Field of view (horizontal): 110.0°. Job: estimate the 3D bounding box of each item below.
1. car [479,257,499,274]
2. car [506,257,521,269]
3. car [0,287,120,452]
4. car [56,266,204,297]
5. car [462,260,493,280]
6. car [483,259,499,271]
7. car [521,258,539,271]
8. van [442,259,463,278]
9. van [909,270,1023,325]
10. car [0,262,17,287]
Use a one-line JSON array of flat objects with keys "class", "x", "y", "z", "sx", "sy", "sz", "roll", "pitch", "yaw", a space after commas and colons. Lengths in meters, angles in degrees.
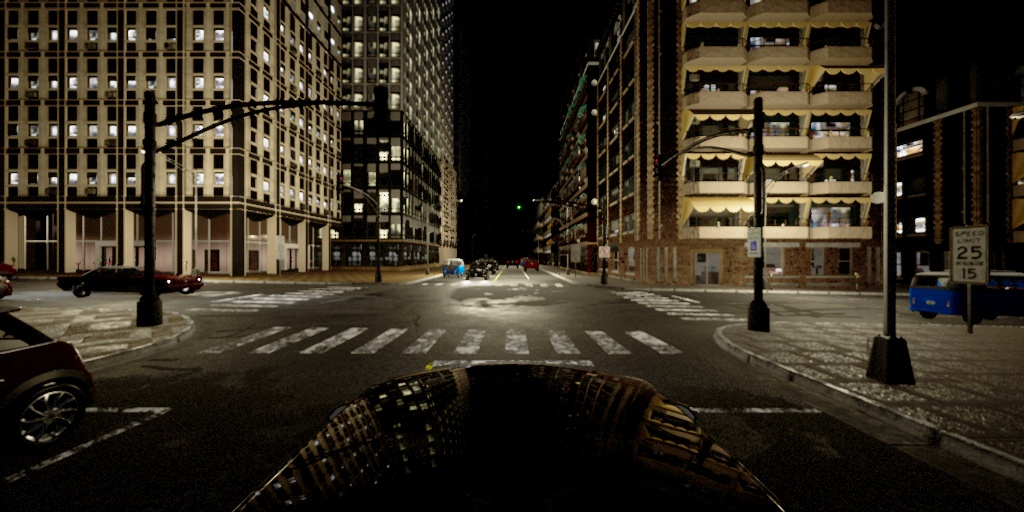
[{"class": "car", "x": -3.041, "y": 1.100, "z": 42.783, "sx": 2.150, "sy": 2.045, "sz": 5.566, "roll": 0, "pitch": 0, "yaw": 1}, {"class": "car", "x": 0.082, "y": 1.173, "z": 63.805, "sx": 2.150, "sy": 2.045, "sz": 5.566, "roll": 0, "pitch": 0, "yaw": 0}, {"class": "car", "x": -5.690, "y": 1.191, "z": 2.226, "sx": 1.967, "sy": 1.591, "sz": 4.097, "roll": 0, "pitch": 0, "yaw": 0}, {"class": "car", "x": -16.394, "y": 1.106, "z": 15.609, "sx": 4.718, "sy": 1.301, "sz": 1.895, "roll": 1, "pitch": 0, "yaw": 0}, {"class": "car", "x": -3.056, "y": 1.349, "z": 32.660, "sx": 1.837, "sy": 1.490, "sz": 4.892, "roll": 0, "pitch": 0, "yaw": 0}, {"class": "car", "x": -3.027, "y": 1.266, "z": 53.099, "sx": 2.097, "sy": 1.767, "sz": 4.553, "roll": 0, "pitch": 0, "yaw": 0}, {"class": "car", "x": 2.754, "y": 1.223, "z": 51.343, "sx": 2.192, "sy": 1.841, "sz": 5.009, "roll": 0, "pitch": 0, "yaw": 0}, {"class": "van", "x": -5.648, "y": 1.192, "z": 34.699, "sx": 1.690, "sy": 1.789, "sz": 3.998, "roll": 0, "pitch": 0, "yaw": 0}, {"class": "van", "x": 16.927, "y": 1.486, "z": 12.912, "sx": 3.998, "sy": 1.789, "sz": 1.690, "roll": 0, "pitch": 0, "yaw": 0}, {"class": "car", "x": -21.132, "y": 0.850, "z": 13.014, "sx": 4.097, "sy": 1.591, "sz": 1.967, "roll": 0, "pitch": 0, "yaw": 0}]
